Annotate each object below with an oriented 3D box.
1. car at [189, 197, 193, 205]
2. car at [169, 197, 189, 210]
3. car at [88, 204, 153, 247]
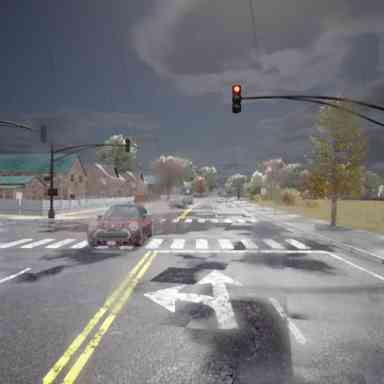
[{"bbox_3d":[-0.826,1.632,61.399,1.837,1.490,4.892,0,0,4],"label":"car"},{"bbox_3d":[-1.881,1.628,44.838,1.994,1.385,4.181,0,0,3],"label":"car"},{"bbox_3d":[-3.034,1.361,14.973,2.097,1.767,4.553,0,0,1],"label":"car"}]
